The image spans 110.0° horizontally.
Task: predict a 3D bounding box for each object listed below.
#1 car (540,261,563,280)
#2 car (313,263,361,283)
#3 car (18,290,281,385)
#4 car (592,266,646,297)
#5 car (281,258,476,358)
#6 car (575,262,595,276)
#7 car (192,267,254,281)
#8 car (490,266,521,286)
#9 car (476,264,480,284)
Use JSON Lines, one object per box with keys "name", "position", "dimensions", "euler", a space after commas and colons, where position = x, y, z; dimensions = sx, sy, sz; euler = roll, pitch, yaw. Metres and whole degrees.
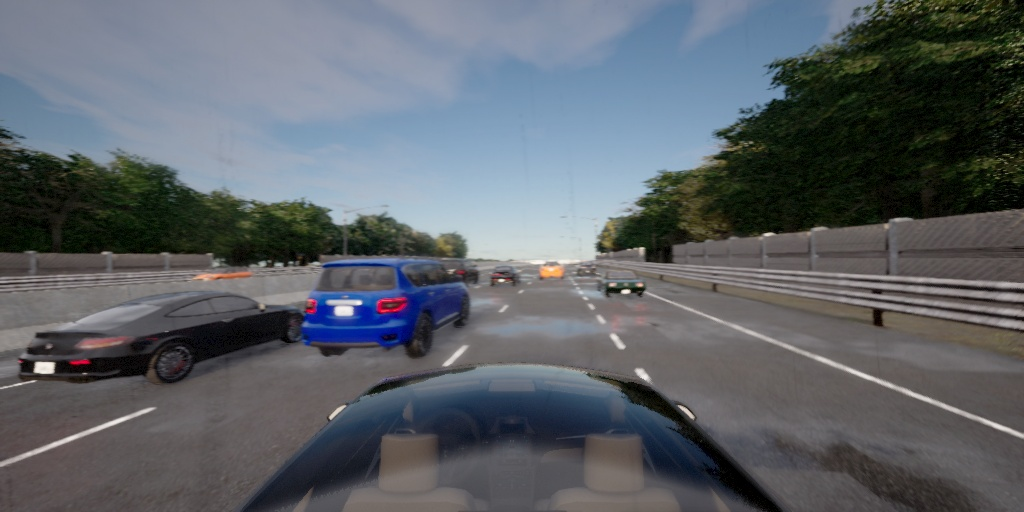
{"name": "car", "position": [3.831, 1.268, 34.404], "dimensions": [2.097, 1.767, 4.553], "euler": [-1, 0, 7]}
{"name": "car", "position": [-17.257, 1.646, 35.650], "dimensions": [2.097, 1.767, 4.553], "euler": [-1, 0, 7]}
{"name": "car", "position": [-6.371, 1.436, 7.382], "dimensions": [1.812, 1.442, 4.674], "euler": [-1, 0, 7]}
{"name": "car", "position": [5.609, 1.397, 19.043], "dimensions": [1.895, 1.301, 4.718], "euler": [-1, 0, 7]}
{"name": "car", "position": [-2.655, 1.082, 9.014], "dimensions": [2.150, 2.045, 5.566], "euler": [-1, 0, 7]}
{"name": "car", "position": [7.982, 1.350, 38.756], "dimensions": [2.128, 1.511, 4.902], "euler": [-1, 0, 7]}
{"name": "car", "position": [-24.871, 1.755, 31.009], "dimensions": [2.097, 1.767, 4.553], "euler": [-1, 0, 7]}
{"name": "car", "position": [-0.449, 1.459, 27.279], "dimensions": [1.837, 1.490, 4.892], "euler": [-1, 0, 7]}
{"name": "car", "position": [-3.989, 1.237, 27.196], "dimensions": [2.150, 2.045, 5.566], "euler": [-1, 0, 7]}
